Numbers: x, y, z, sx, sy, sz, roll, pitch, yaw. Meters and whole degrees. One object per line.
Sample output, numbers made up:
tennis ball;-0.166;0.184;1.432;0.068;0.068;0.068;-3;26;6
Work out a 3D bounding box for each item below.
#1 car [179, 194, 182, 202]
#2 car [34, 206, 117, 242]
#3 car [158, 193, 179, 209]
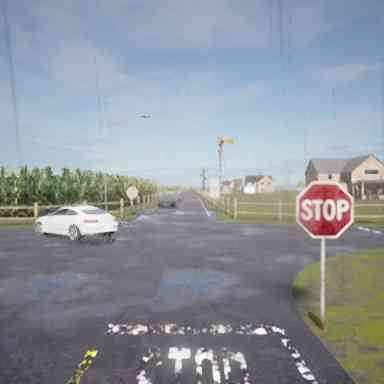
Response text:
car;-2.701;0.915;54.262;1.812;1.442;4.674;0;1;0
car;-5.401;1.357;15.343;4.674;1.442;1.812;0;0;37
car;-2.762;1.046;37.666;1.882;1.535;5.008;0;1;0
